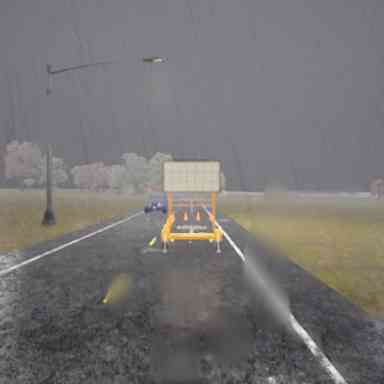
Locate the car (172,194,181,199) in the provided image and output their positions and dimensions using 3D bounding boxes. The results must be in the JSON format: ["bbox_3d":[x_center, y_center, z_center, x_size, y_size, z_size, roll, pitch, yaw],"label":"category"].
[{"bbox_3d":[-3.538,1.286,75.493,1.837,1.490,4.892,0,0,0],"label":"car"}]

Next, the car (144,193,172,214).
[{"bbox_3d":[-3.614,1.161,34.787,2.150,2.045,5.566,0,0,0],"label":"car"}]

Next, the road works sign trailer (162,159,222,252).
[{"bbox_3d":[-0.007,0.441,13.810,2.380,3.560,2.880,0,0,0],"label":"road works sign trailer"}]
